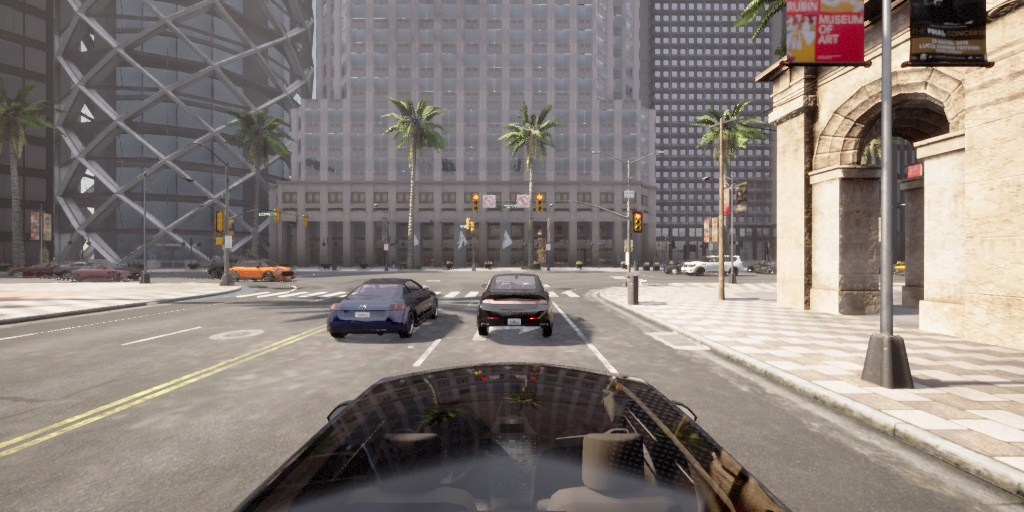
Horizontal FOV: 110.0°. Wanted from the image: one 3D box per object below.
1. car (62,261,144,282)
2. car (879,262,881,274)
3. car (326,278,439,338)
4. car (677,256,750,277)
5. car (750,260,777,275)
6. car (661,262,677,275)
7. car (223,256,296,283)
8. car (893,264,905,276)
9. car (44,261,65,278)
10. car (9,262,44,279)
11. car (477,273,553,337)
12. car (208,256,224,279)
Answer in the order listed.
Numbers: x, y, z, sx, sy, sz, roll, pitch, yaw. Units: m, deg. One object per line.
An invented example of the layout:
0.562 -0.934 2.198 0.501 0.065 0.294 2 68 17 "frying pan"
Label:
-31.729 1.314 28.240 4.181 1.385 1.994 0 0 -7 "car"
39.481 1.297 39.198 5.357 1.411 2.033 0 0 1 "car"
-3.416 1.314 10.222 1.994 1.385 4.181 0 0 0 "car"
19.989 0.972 35.787 5.566 2.045 2.150 0 0 0 "car"
28.832 1.314 39.249 4.181 1.385 1.994 0 0 0 "car"
18.869 1.255 39.291 4.892 1.490 1.837 0 0 0 "car"
-19.457 1.101 28.055 4.553 1.767 2.097 0 0 9 "car"
40.873 1.227 35.695 5.008 1.535 1.882 0 0 0 "car"
-36.152 1.241 31.110 4.902 1.511 2.128 0 0 -14 "car"
-42.463 1.227 33.096 5.008 1.535 1.882 0 0 -20 "car"
0.121 1.242 10.352 2.128 1.511 4.902 0 0 2 "car"
-23.909 0.973 32.133 5.566 2.045 2.150 0 0 -1 "car"
